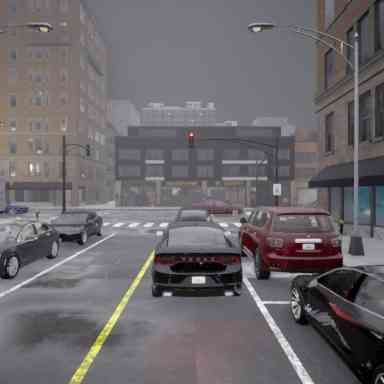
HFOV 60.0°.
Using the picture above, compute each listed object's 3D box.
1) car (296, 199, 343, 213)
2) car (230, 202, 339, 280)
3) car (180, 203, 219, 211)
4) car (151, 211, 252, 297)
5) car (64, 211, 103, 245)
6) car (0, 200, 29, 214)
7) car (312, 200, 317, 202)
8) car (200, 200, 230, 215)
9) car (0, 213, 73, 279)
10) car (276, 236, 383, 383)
[{"bbox_3d":[14.436,1.605,37.881,4.674,1.442,1.812,0,0,0],"label":"car"},{"bbox_3d":[2.622,1.314,9.880,2.192,1.841,5.009,0,0,0],"label":"car"},{"bbox_3d":[0.057,1.504,16.202,1.837,1.490,4.892,0,0,0],"label":"car"},{"bbox_3d":[0.061,1.477,8.632,1.882,1.535,5.008,0,0,-1],"label":"car"},{"bbox_3d":[-5.411,1.565,15.531,1.947,1.339,4.313,0,0,0],"label":"car"},{"bbox_3d":[-17.850,1.398,31.004,5.008,1.535,1.882,0,0,0],"label":"car"},{"bbox_3d":[15.248,1.305,34.654,5.566,2.045,2.150,0,0,0],"label":"car"},{"bbox_3d":[2.317,1.495,31.127,5.008,1.535,1.882,0,0,0],"label":"car"},{"bbox_3d":[-5.403,1.550,9.869,2.008,1.369,4.403,0,0,0],"label":"car"},{"bbox_3d":[2.630,1.566,4.218,1.947,1.339,4.313,0,0,0],"label":"car"}]
